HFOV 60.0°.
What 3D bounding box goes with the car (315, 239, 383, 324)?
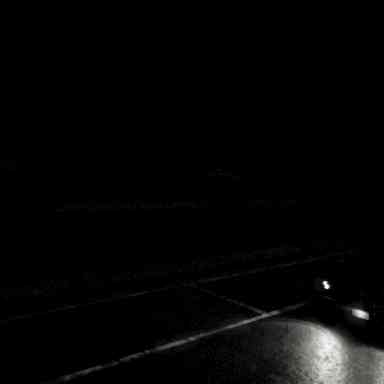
[{"bbox_3d":[4.845,1.555,6.833,5.357,1.411,2.033,0,0,-35],"label":"car"}]
